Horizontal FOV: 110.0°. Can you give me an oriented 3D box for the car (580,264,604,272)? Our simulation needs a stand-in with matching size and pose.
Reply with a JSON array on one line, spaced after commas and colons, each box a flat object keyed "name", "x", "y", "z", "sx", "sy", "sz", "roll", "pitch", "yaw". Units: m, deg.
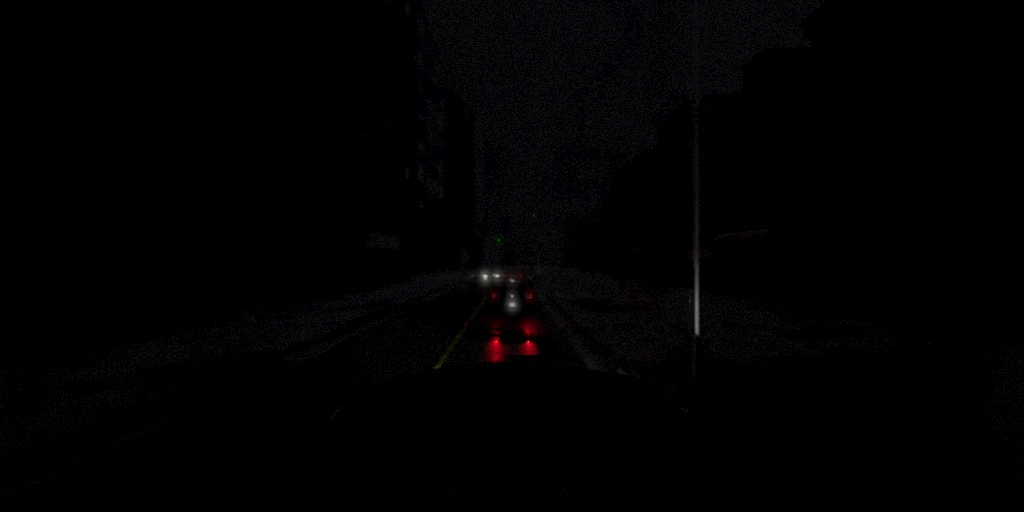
[{"name": "car", "x": 13.263, "y": 2.020, "z": 58.631, "sx": 4.313, "sy": 1.339, "sz": 1.948, "roll": 0, "pitch": 0, "yaw": 0}]

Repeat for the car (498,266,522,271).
[{"name": "car", "x": 0.039, "y": 1.639, "z": 30.102, "sx": 1.895, "sy": 1.301, "sz": 4.718, "roll": 0, "pitch": -1, "yaw": 0}]

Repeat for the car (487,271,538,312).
[{"name": "car", "x": 0.026, "y": 1.487, "z": 15.106, "sx": 1.895, "sy": 1.301, "sz": 4.718, "roll": 0, "pitch": -1, "yaw": 0}]

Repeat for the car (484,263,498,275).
[{"name": "car", "x": -2.735, "y": 1.701, "z": 48.662, "sx": 1.882, "sy": 1.535, "sz": 5.008, "roll": 0, "pitch": -1, "yaw": 1}]
